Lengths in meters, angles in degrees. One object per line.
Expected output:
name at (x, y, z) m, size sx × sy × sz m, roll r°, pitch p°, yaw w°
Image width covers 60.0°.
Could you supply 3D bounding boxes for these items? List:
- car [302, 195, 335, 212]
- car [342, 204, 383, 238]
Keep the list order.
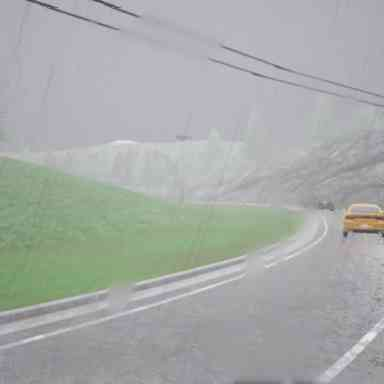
car at (13.489, 1.146, 35.790) m, size 2.097 × 1.767 × 4.553 m, roll 0°, pitch 0°, yaw 0°
car at (8.923, 1.365, 17.294) m, size 1.882 × 1.535 × 5.008 m, roll 0°, pitch 0°, yaw 26°
